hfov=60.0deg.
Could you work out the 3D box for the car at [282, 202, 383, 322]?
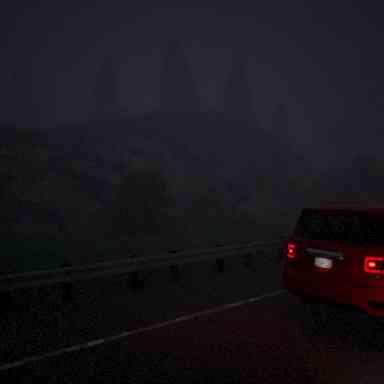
[{"bbox_3d":[4.257,1.242,7.002,5.566,2.045,2.150,0,0,-37],"label":"car"}]
